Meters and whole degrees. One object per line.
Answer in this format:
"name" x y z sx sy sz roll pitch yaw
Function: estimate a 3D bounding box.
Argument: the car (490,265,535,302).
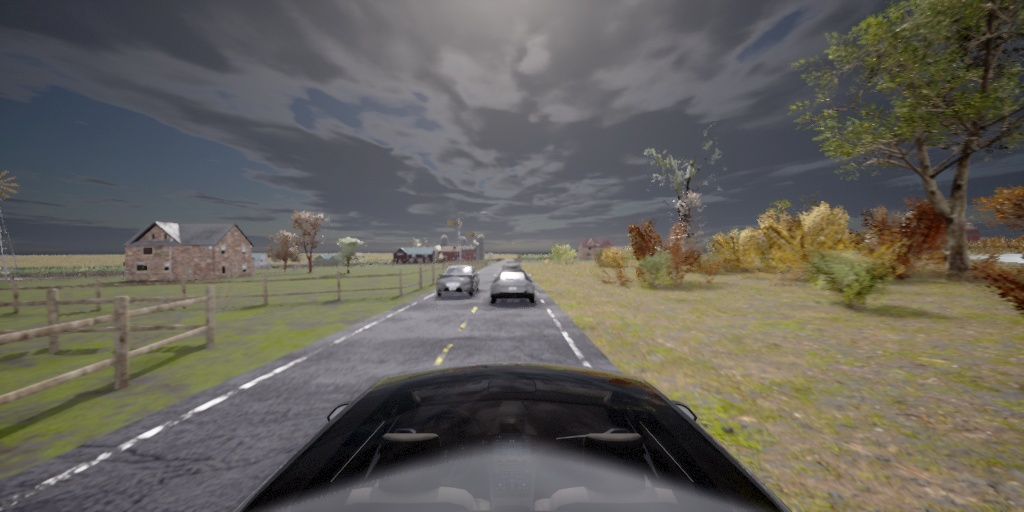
"car" 0.030 1.319 16.993 1.994 1.385 4.181 0 0 0

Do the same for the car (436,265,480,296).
"car" -2.808 1.271 19.372 2.128 1.511 4.902 0 0 0

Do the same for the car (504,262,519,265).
"car" -0.013 1.275 34.519 1.837 1.490 4.892 0 0 0
